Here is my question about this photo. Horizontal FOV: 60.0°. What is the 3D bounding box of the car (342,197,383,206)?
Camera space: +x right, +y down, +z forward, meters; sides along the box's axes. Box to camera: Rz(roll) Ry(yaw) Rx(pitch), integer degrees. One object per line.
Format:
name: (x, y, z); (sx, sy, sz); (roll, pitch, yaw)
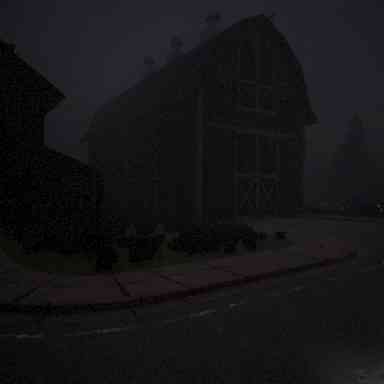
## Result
car: (18.272, 1.363, 35.134); (2.097, 1.767, 4.553); (0, 0, -34)
